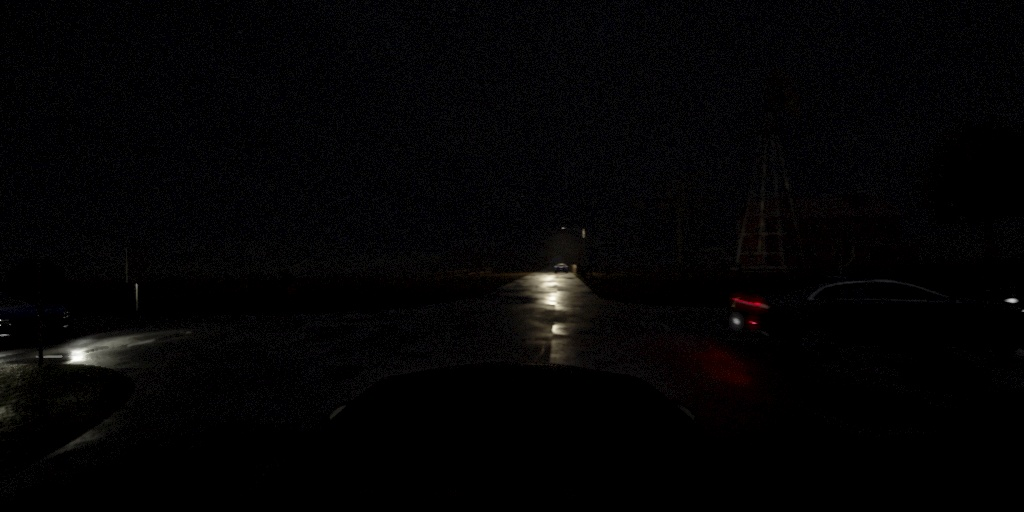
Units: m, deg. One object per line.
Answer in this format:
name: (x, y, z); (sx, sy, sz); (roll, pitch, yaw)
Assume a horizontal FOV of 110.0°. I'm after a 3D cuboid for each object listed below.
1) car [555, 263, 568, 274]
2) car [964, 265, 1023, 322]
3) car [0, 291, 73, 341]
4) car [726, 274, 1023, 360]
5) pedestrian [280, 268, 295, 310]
car: (8.410, 2.065, 61.336); (2.097, 1.767, 4.553); (-1, -1, 7)
car: (15.307, 0.949, 9.314); (4.181, 1.385, 1.994); (-2, 0, 8)
car: (-15.922, 1.798, 10.608); (5.008, 1.535, 1.882); (-2, 0, 8)
car: (7.249, 1.129, 7.440); (4.902, 1.511, 2.128); (-2, 0, 8)
pedestrian: (-9.953, 1.442, 15.820); (0.375, 1.860, 0.375); (-1, 1, 8)
